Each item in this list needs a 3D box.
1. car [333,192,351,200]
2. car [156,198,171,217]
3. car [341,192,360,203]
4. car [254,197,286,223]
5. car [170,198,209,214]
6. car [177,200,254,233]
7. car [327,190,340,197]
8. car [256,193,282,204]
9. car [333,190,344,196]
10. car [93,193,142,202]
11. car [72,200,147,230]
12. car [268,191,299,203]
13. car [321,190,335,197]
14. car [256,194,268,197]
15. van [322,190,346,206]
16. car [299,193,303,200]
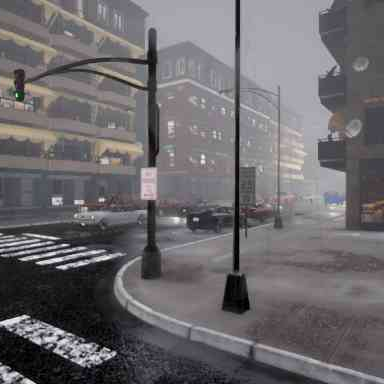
[{"bbox_3d":[25.862,0.701,57.284,1.895,1.301,4.718,1,1,35],"label":"car"},{"bbox_3d":[-2.234,1.187,27.378,1.887,1.381,4.507,2,2,35],"label":"car"},{"bbox_3d":[23.824,0.768,49.865,1.887,1.381,4.507,1,2,35],"label":"car"},{"bbox_3d":[4.598,1.287,22.526,1.802,1.307,4.206,1,2,35],"label":"car"},{"bbox_3d":[0.529,1.209,26.839,1.994,1.385,4.181,0,1,34],"label":"car"},{"bbox_3d":[1.394,1.351,17.969,1.947,1.339,4.313,1,2,35],"label":"car"},{"bbox_3d":[33.013,0.343,77.501,1.802,1.307,4.206,2,2,35],"label":"car"},{"bbox_3d":[10.584,0.887,45.605,1.947,1.339,4.313,2,2,35],"label":"car"},{"bbox_3d":[36.218,0.263,82.058,1.802,1.307,4.206,2,2,35],"label":"car"},{"bbox_3d":[-5.436,1.038,22.815,2.192,1.841,5.009,2,2,35],"label":"car"},{"bbox_3d":[-4.564,1.374,19.573,1.895,1.301,4.718,1,1,35],"label":"car"},{"bbox_3d":[11.483,0.724,42.338,2.097,1.767,4.553,1,1,35],"label":"car"},{"bbox_3d":[29.810,0.385,72.944,1.887,1.381,4.507,2,2,35],"label":"car"},{"bbox_3d":[5.780,1.019,34.276,1.837,1.490,4.892,1,1,35],"label":"car"},{"bbox_3d":[17.418,0.725,40.748,1.690,1.788,3.998,1,2,35],"label":"van"},{"bbox_3d":[16.992,0.727,54.718,1.947,1.339,4.313,2,2,35],"label":"car"}]
